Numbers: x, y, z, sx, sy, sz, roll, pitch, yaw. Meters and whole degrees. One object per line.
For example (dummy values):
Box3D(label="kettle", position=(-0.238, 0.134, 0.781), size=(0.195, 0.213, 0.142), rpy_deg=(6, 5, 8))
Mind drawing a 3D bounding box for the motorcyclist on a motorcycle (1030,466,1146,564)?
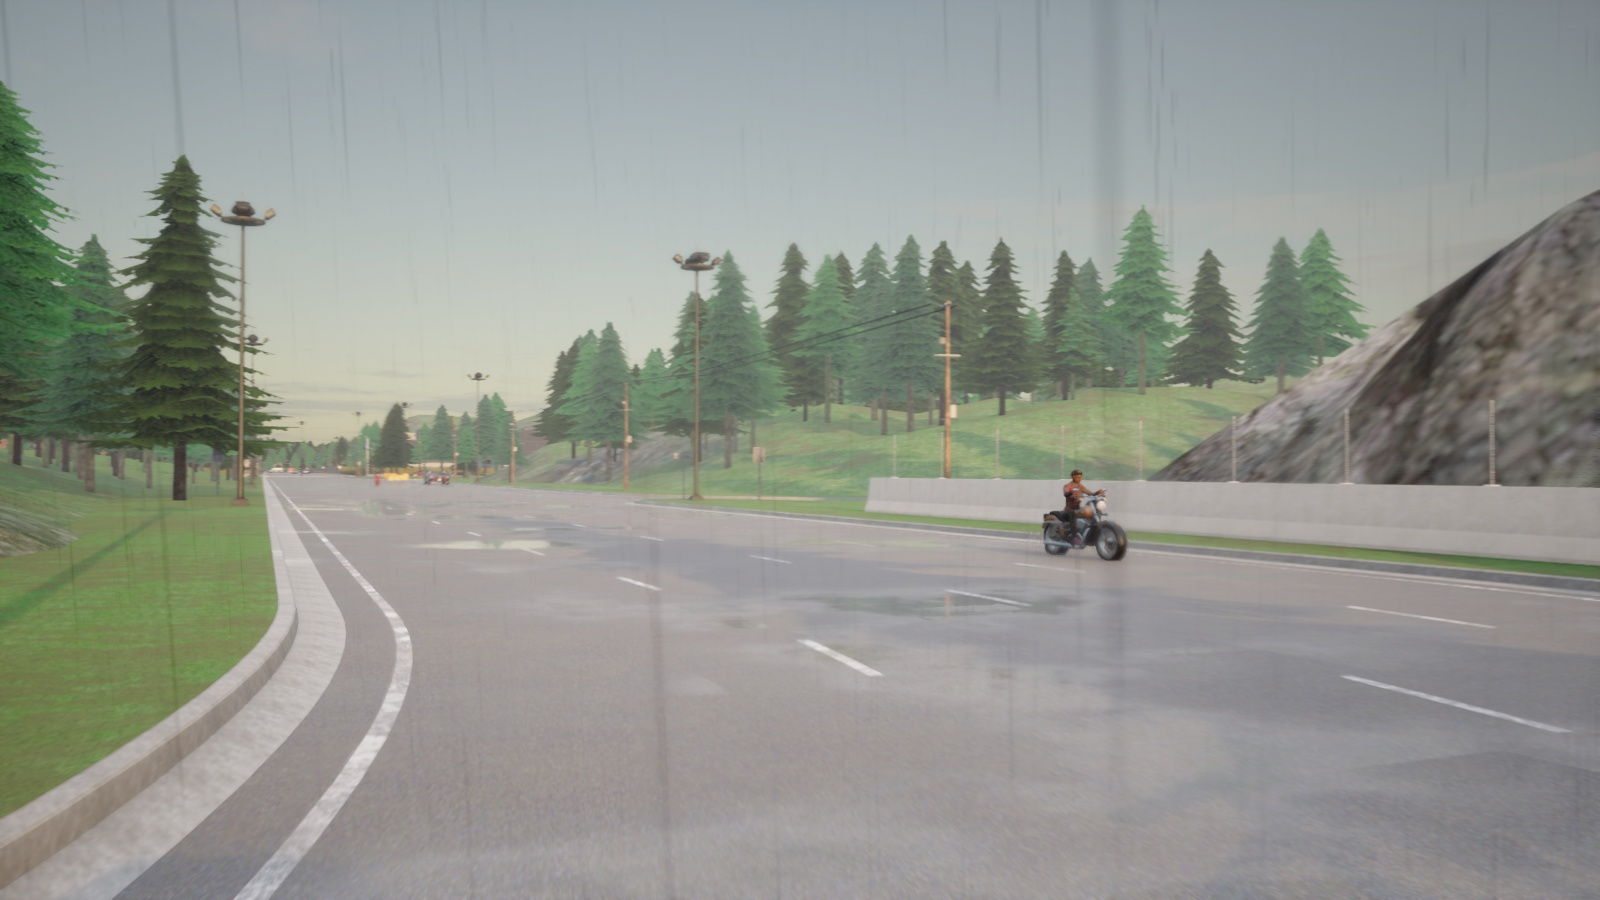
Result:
Box3D(label="motorcyclist on a motorcycle", position=(5.109, 1.115, 22.471), size=(0.766, 1.649, 2.350), rpy_deg=(0, -1, -23))
